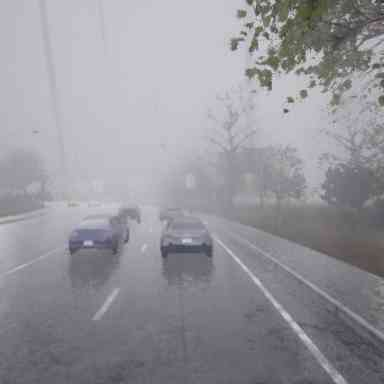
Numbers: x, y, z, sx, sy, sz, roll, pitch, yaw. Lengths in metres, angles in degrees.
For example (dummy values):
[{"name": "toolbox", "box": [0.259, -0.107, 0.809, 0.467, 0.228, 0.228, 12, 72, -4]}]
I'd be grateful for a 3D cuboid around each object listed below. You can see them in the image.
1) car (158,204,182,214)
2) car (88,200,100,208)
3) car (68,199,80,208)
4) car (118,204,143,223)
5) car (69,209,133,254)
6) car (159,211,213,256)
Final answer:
[{"name": "car", "box": [-1.901, 1.795, 29.276, 2.128, 1.511, 4.902, 0, 0, -9]}, {"name": "car", "box": [-17.828, 2.122, 60.563, 1.812, 1.442, 4.674, 0, -1, -21]}, {"name": "car", "box": [-21.221, 2.055, 59.621, 1.882, 1.535, 5.008, 0, -1, -21]}, {"name": "car", "box": [-5.365, 1.800, 28.782, 1.837, 1.490, 4.892, 0, 0, -9]}, {"name": "car", "box": [-3.801, 1.670, 14.094, 1.812, 1.442, 4.674, 0, 0, -3]}, {"name": "car", "box": [-0.278, 1.707, 13.751, 1.994, 1.385, 4.181, 0, -1, -3]}]
